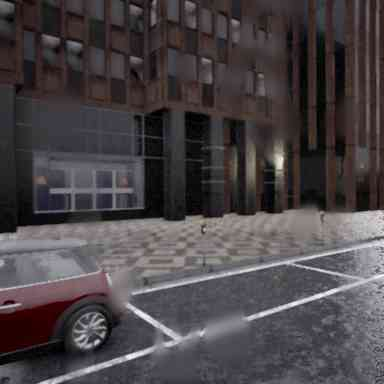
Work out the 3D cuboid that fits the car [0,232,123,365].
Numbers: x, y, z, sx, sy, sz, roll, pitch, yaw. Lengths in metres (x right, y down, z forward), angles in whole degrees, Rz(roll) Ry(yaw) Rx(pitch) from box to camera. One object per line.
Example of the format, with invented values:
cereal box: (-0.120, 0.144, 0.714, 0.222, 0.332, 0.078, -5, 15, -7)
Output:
car: (-3.122, 1.441, 4.422, 4.097, 1.590, 1.967, -1, 0, -35)
